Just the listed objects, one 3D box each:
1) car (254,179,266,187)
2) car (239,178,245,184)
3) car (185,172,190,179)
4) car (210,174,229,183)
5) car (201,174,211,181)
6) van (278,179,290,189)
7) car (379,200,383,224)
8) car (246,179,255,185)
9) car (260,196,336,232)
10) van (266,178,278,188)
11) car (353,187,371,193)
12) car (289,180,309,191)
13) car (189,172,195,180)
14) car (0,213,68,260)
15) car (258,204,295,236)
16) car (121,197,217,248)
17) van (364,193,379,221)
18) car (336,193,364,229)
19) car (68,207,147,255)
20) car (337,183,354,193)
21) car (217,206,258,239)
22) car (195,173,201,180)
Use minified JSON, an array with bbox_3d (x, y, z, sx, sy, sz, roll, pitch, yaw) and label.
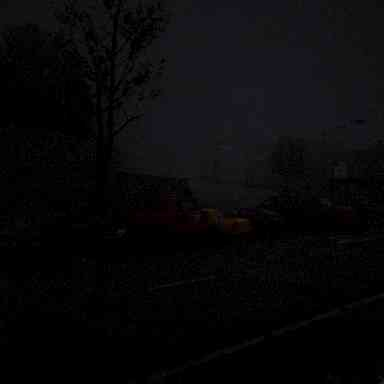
[{"bbox_3d":[16.012,-1.833,71.265,1.946,1.575,5.366,7,3,35],"label":"car"},{"bbox_3d":[12.461,-2.338,76.064,2.002,1.452,4.674,7,3,35],"label":"car"},{"bbox_3d":[0.289,-4.383,93.174,2.435,2.045,5.566,1,-1,35],"label":"car"},{"bbox_3d":[7.391,-3.197,83.598,1.946,1.575,5.366,7,3,34],"label":"car"},{"bbox_3d":[5.551,-3.719,85.866,2.435,2.045,5.566,7,4,34],"label":"car"},{"bbox_3d":[19.291,-1.511,66.047,1.878,1.987,4.442,7,4,35],"label":"van"},{"bbox_3d":[12.871,1.394,25.364,4.553,1.767,2.185,-1,-1,36],"label":"car"},{"bbox_3d":[14.192,-2.064,73.594,2.002,1.452,4.674,7,4,35],"label":"car"},{"bbox_3d":[5.385,1.256,20.274,5.566,2.045,2.435,-1,-1,35],"label":"car"},{"bbox_3d":[17.574,-1.784,68.526,1.878,1.987,4.442,7,4,35],"label":"van"},{"bbox_3d":[27.895,0.116,53.786,2.002,1.452,4.674,7,3,35],"label":"car"},{"bbox_3d":[21.040,-1.013,63.676,2.231,1.521,4.892,7,3,35],"label":"car"},{"bbox_3d":[2.050,-4.106,90.819,2.185,1.767,4.553,4,1,34],"label":"car"},{"bbox_3d":[-6.874,1.493,11.628,4.892,1.521,2.231,-1,-1,35],"label":"car"},{"bbox_3d":[2.950,1.543,18.528,4.674,1.452,2.002,-1,-1,35],"label":"car"},{"bbox_3d":[-1.993,1.245,15.096,5.566,2.045,2.435,-1,-1,35],"label":"car"},{"bbox_3d":[10.453,1.288,23.625,4.442,1.987,1.878,-1,-1,35],"label":"van"},{"bbox_3d":[7.907,1.260,21.967,5.566,2.045,2.435,-1,-1,35],"label":"car"},{"bbox_3d":[-4.446,1.523,13.363,4.792,1.488,2.163,-1,-1,35],"label":"car"},{"bbox_3d":[26.216,-0.447,56.266,2.435,2.045,5.566,7,3,35],"label":"car"},{"bbox_3d":[0.336,1.499,16.913,5.366,1.575,1.946,-1,-1,35],"label":"car"},{"bbox_3d":[3.768,-3.871,88.341,2.185,1.767,4.553,6,3,34],"label":"car"}]
